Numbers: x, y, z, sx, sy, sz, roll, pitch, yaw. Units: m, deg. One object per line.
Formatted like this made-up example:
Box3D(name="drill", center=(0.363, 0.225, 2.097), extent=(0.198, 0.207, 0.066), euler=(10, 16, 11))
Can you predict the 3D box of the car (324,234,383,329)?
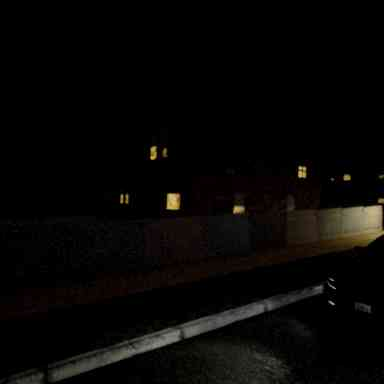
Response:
Box3D(name="car", center=(4.603, 1.517, 6.651), extent=(5.008, 1.535, 1.882), euler=(0, -1, -38))
